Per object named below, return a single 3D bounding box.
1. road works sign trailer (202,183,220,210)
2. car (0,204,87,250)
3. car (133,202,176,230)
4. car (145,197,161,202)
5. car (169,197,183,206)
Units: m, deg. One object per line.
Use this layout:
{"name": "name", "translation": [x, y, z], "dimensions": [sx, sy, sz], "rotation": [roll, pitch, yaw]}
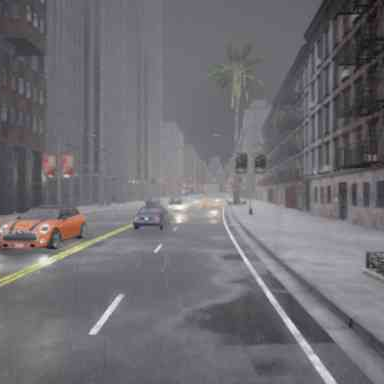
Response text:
{"name": "road works sign trailer", "translation": [2.524, 0.557, 44.230], "dimensions": [2.380, 3.560, 2.880], "rotation": [0, 0, 6]}
{"name": "car", "translation": [-6.265, 1.385, 14.444], "dimensions": [2.097, 1.767, 4.553], "rotation": [0, 0, 2]}
{"name": "car", "translation": [-2.490, 1.600, 21.739], "dimensions": [2.033, 1.411, 5.357], "rotation": [0, 0, 3]}
{"name": "car", "translation": [-6.348, 1.584, 54.237], "dimensions": [1.882, 1.535, 5.008], "rotation": [0, 0, 6]}
{"name": "car", "translation": [-2.769, 1.589, 57.307], "dimensions": [1.882, 1.535, 5.008], "rotation": [0, 0, 6]}
